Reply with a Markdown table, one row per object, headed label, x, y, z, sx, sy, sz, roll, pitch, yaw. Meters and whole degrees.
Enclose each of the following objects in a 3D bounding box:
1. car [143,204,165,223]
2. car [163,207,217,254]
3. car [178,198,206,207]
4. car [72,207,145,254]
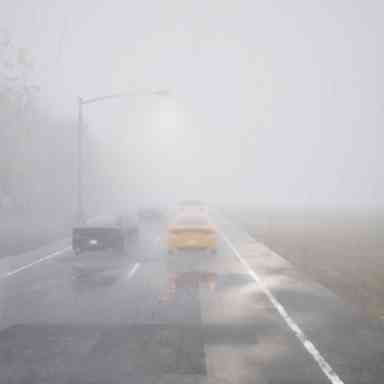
| label | x | y | z | sx | sy | sz | roll | pitch | yaw |
| --- | --- | --- | --- | --- | --- | --- | --- | --- | --- |
| car | -3.480 | 1.796 | 29.240 | 1.882 | 1.535 | 5.008 | 0 | 0 | 0 |
| car | 0.024 | 1.633 | 14.249 | 1.882 | 1.535 | 5.008 | 0 | 0 | 0 |
| car | 0.006 | 1.526 | 27.601 | 2.150 | 2.045 | 5.566 | 0 | 0 | 0 |
| car | -3.476 | 1.633 | 14.237 | 1.882 | 1.535 | 5.008 | 0 | 0 | 0 |
